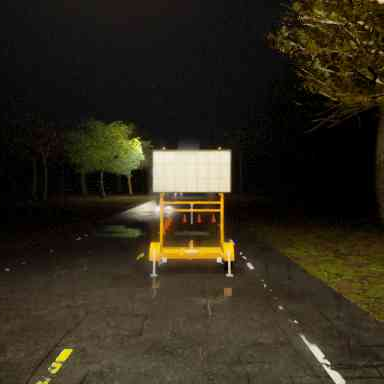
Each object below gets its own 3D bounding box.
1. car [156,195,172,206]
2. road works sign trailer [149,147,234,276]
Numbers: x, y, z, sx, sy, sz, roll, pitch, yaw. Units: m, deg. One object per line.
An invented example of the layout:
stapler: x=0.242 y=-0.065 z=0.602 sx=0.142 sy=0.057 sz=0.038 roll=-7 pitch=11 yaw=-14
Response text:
car: x=-3.629 y=1.114 z=43.831 sx=1.895 sy=1.301 sz=4.718 roll=0 pitch=1 yaw=0
road works sign trailer: x=-0.006 y=0.433 z=10.176 sx=2.380 sy=3.560 sz=2.880 roll=0 pitch=0 yaw=0
